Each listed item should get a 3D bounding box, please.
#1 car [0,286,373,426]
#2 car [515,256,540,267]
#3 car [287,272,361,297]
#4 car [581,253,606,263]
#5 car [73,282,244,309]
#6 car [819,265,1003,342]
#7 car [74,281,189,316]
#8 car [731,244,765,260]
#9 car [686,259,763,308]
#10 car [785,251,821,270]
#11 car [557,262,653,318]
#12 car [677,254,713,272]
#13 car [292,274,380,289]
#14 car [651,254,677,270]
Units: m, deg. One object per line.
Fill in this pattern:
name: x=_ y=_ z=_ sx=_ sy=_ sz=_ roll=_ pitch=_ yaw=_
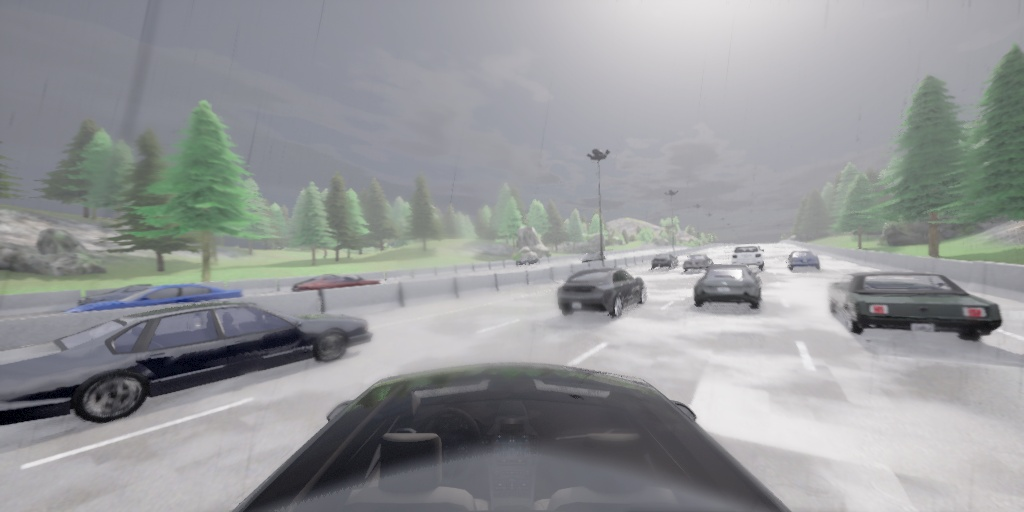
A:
car: x=-5.334 y=1.544 z=6.419 sx=2.033 sy=1.411 sz=5.357 roll=-3 pitch=0 yaw=35
car: x=2.354 y=0.734 z=54.240 sx=1.882 sy=1.535 sz=5.008 roll=-3 pitch=1 yaw=35
car: x=-13.386 y=1.980 z=25.759 sx=1.994 sy=1.385 sz=4.181 roll=-3 pitch=0 yaw=35
car: x=10.963 y=0.422 z=48.236 sx=2.097 sy=1.767 sz=4.553 roll=-3 pitch=1 yaw=35
car: x=-13.273 y=1.844 z=13.726 sx=1.882 sy=1.535 sz=5.008 roll=-3 pitch=0 yaw=35
car: x=8.942 y=1.001 z=8.517 sx=1.895 sy=1.301 sz=4.718 roll=-3 pitch=0 yaw=35
car: x=-21.430 y=2.305 z=20.364 sx=1.994 sy=1.385 sz=4.181 roll=-3 pitch=0 yaw=35
car: x=19.972 y=0.059 z=30.425 sx=2.150 sy=2.045 sz=5.566 roll=-3 pitch=1 yaw=35
car: x=8.073 y=1.011 z=13.380 sx=1.994 sy=1.385 sz=4.181 roll=-3 pitch=0 yaw=35
car: x=22.040 y=0.300 z=27.257 sx=2.033 sy=1.411 sz=5.357 roll=-3 pitch=0 yaw=35
car: x=3.295 y=1.163 z=12.655 sx=1.837 sy=1.490 sz=4.892 roll=-3 pitch=0 yaw=35
car: x=16.045 y=0.576 z=30.891 sx=2.033 sy=1.411 sz=5.357 roll=-3 pitch=0 yaw=35
car: x=-11.063 y=1.909 z=22.979 sx=1.895 sy=1.301 sz=4.718 roll=-3 pitch=0 yaw=35
car: x=15.361 y=0.535 z=36.020 sx=1.837 sy=1.490 sz=4.892 roll=-3 pitch=1 yaw=35
